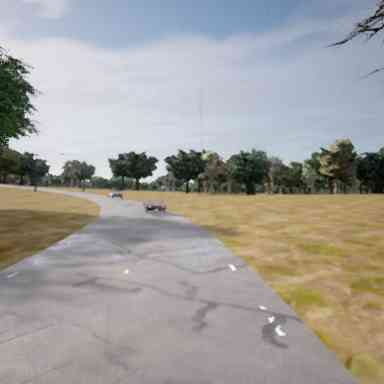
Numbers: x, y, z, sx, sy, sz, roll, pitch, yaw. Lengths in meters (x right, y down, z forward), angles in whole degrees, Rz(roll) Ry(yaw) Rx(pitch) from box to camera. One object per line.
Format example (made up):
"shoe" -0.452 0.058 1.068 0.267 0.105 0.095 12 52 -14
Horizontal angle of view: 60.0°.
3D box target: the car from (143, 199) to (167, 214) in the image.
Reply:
"car" -3.641 1.298 32.125 1.895 1.301 4.718 0 1 -12

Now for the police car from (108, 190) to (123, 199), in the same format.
"police car" -14.615 0.467 63.328 2.038 1.542 4.974 0 1 -25
